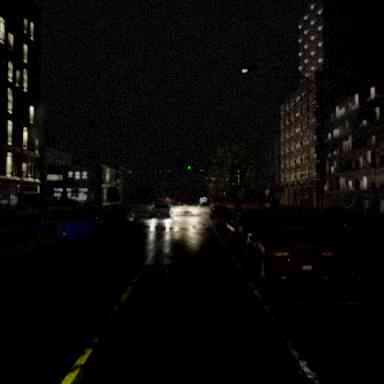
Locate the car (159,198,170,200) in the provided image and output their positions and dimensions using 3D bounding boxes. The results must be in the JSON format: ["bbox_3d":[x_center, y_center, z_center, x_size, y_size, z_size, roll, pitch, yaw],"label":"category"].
[{"bbox_3d":[-5.744,2.250,64.603,1.802,1.307,4.206,0,-1,0],"label":"car"}]

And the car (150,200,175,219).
[{"bbox_3d":[-3.075,1.874,33.633,1.812,1.442,4.674,0,-1,0],"label":"car"}]

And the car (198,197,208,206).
[{"bbox_3d":[2.631,2.251,70.334,1.752,1.417,4.829,0,-1,0],"label":"car"}]

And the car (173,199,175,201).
[{"bbox_3d":[-5.759,2.391,81.256,2.008,1.369,4.403,0,-1,0],"label":"car"}]

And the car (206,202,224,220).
[{"bbox_3d":[2.665,1.898,32.137,1.947,1.339,4.313,0,-1,0],"label":"car"}]

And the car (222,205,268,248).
[{"bbox_3d":[2.680,1.601,15.521,1.967,1.590,4.097,0,-1,0],"label":"car"}]

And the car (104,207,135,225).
[{"bbox_3d":[-5.710,1.842,26.590,1.947,1.339,4.313,0,-1,0],"label":"car"}]

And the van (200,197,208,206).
[{"bbox_3d":[2.627,2.123,75.718,1.690,1.788,3.998,0,-1,0],"label":"van"}]

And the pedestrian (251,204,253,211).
[{"bbox_3d":[7.101,1.933,39.111,0.500,1.100,0.500,0,-1,0],"label":"pedestrian"}]

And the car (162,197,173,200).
[{"bbox_3d":[-5.748,2.040,70.157,2.192,1.841,5.009,0,-1,0],"label":"car"}]

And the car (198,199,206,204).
[{"bbox_3d":[2.616,2.447,86.817,2.008,1.369,4.403,0,-1,0],"label":"car"}]

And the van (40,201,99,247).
[{"bbox_3d":[-5.699,1.503,15.515,1.690,1.788,3.998,0,-1,0],"label":"van"}]

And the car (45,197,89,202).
[{"bbox_3d":[-17.188,1.569,45.227,5.009,1.841,2.192,1,-2,-1],"label":"car"}]

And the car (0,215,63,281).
[{"bbox_3d":[-5.696,1.628,9.804,1.752,1.417,4.829,0,-1,0],"label":"car"}]

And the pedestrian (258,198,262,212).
[{"bbox_3d":[8.100,1.577,39.717,0.375,1.860,0.375,0,-1,0],"label":"pedestrian"}]

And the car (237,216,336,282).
[{"bbox_3d":[2.684,1.649,9.981,1.887,1.381,4.507,0,-1,0],"label":"car"}]
